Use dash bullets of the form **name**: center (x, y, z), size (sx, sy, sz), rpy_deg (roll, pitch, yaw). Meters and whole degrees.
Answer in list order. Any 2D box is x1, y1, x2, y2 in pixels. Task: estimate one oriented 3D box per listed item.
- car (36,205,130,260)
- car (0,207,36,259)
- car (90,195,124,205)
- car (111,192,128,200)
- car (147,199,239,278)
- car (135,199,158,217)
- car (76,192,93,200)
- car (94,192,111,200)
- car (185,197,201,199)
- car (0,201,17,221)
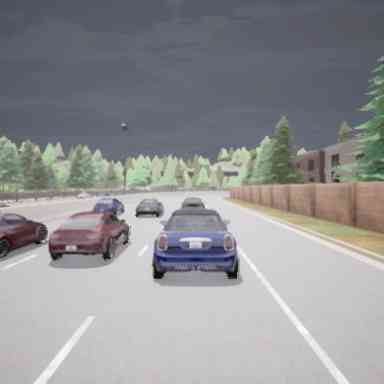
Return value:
- **car**: center (-3.421, 1.392, 11.697), size (1.812, 1.442, 4.674), rpy_deg (0, 1, 0)
- **car**: center (-6.908, 1.428, 11.962), size (1.994, 1.385, 4.181), rpy_deg (0, 1, 0)
- **car**: center (-6.927, 1.208, 27.921), size (1.812, 1.442, 4.674), rpy_deg (0, 1, 0)
- **car**: center (-14.027, 0.813, 64.364), size (2.033, 1.411, 5.357), rpy_deg (0, 1, 0)
- **car**: center (0.091, 1.237, 9.908), size (2.097, 1.767, 4.553), rpy_deg (0, 1, 0)
- **car**: center (-3.415, 1.251, 27.444), size (1.994, 1.385, 4.181), rpy_deg (0, 1, 0)
- **car**: center (-20.984, 0.775, 64.966), size (1.812, 1.442, 4.674), rpy_deg (0, 1, 0)
- **car**: center (-17.499, 0.760, 65.307), size (2.128, 1.511, 4.902), rpy_deg (0, 1, 0)
- **car**: center (0.085, 1.195, 27.012), size (1.837, 1.490, 4.892), rpy_deg (0, 1, 0)
- **car**: center (-14.110, 1.345, 22.674), size (1.895, 1.301, 4.718), rpy_deg (0, 1, 0)
